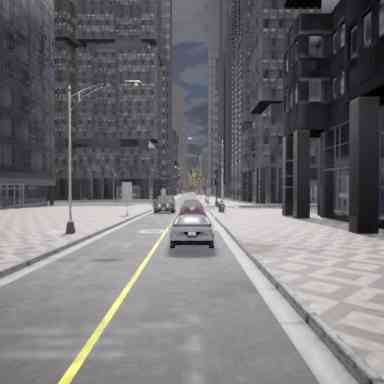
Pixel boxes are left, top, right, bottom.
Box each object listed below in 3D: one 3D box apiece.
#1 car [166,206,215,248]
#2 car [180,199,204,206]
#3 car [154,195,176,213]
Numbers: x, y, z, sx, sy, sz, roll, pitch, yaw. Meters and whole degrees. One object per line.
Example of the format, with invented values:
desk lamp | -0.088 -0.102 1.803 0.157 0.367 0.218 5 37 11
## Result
car | -0.001 1.573 14.653 2.033 1.411 5.357 0 0 0
car | 0.000 1.410 29.627 2.097 1.767 4.553 0 0 0
car | -2.999 1.399 37.628 2.150 2.045 5.566 0 0 0
